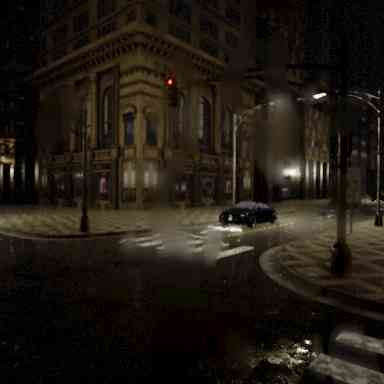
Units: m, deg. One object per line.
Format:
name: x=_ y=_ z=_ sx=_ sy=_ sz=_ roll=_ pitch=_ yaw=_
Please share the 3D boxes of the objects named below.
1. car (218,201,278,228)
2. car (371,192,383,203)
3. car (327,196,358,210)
car: x=3.405 y=1.258 z=19.758 sx=1.994 sy=1.385 sz=4.181 roll=1 pitch=1 yaw=41
car: x=26.165 y=0.747 z=45.780 sx=1.994 sy=1.385 sz=4.181 roll=1 pitch=1 yaw=41
car: x=15.008 y=1.043 z=33.093 sx=1.994 sy=1.385 sz=4.181 roll=1 pitch=1 yaw=41
